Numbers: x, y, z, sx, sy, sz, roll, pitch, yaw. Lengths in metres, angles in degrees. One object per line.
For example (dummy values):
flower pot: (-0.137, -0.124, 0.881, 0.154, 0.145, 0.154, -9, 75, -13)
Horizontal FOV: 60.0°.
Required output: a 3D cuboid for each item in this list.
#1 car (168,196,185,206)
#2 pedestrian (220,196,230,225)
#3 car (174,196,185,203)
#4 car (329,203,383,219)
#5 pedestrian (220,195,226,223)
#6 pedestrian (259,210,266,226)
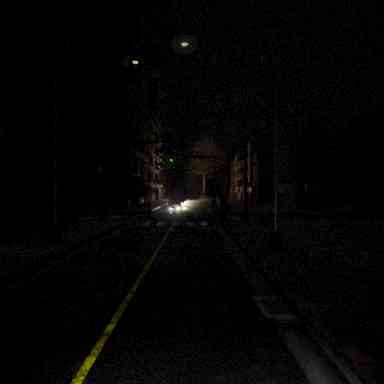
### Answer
car: (-2.633, 1.411, 51.730, 2.128, 1.511, 4.902, 0, 0, 0)
pedestrian: (2.059, 1.123, 20.969, 0.375, 1.860, 0.375, 0, 0, 0)
car: (-2.496, 1.495, 67.197, 1.895, 1.301, 4.718, 0, 0, 1)
car: (14.000, 1.569, 27.697, 4.829, 1.417, 1.752, 0, -1, 0)
pedestrian: (2.062, 1.115, 22.170, 0.375, 1.860, 0.375, 0, 0, 0)
pedestrian: (4.560, 1.649, 21.557, 0.500, 1.100, 0.500, 0, 0, 0)
